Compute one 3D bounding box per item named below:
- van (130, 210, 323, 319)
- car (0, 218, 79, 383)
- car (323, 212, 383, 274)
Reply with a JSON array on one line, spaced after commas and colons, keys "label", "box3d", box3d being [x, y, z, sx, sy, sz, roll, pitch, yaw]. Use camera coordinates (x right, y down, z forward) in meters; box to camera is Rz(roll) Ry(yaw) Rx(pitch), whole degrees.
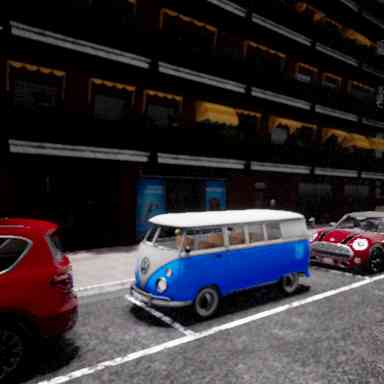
[{"label": "van", "box3d": [0.763, 1.311, 7.042, 3.998, 1.788, 1.690, 0, 1, -35]}, {"label": "car", "box3d": [-3.874, 1.322, 3.734, 5.009, 1.841, 2.192, 0, 1, -35]}, {"label": "car", "box3d": [5.401, 1.372, 10.351, 4.097, 1.590, 1.967, 0, 1, -35]}]
